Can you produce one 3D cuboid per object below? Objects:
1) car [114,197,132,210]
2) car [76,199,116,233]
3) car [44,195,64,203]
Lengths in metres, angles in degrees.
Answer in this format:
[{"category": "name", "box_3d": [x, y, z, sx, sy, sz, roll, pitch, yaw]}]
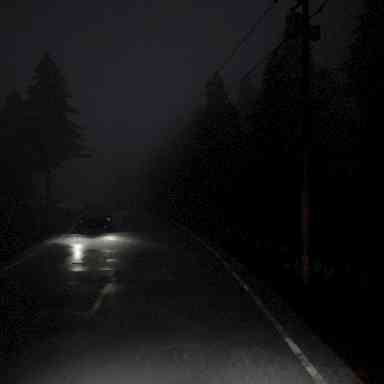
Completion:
[{"category": "car", "box_3d": [-8.460, 1.332, 39.368, 2.128, 1.511, 4.902, 0, 0, -23]}, {"category": "car", "box_3d": [-5.605, 1.401, 19.537, 1.882, 1.535, 5.008, 0, 0, -13]}, {"category": "car", "box_3d": [-23.738, 1.269, 56.750, 5.008, 1.535, 1.882, 0, 0, 42]}]
